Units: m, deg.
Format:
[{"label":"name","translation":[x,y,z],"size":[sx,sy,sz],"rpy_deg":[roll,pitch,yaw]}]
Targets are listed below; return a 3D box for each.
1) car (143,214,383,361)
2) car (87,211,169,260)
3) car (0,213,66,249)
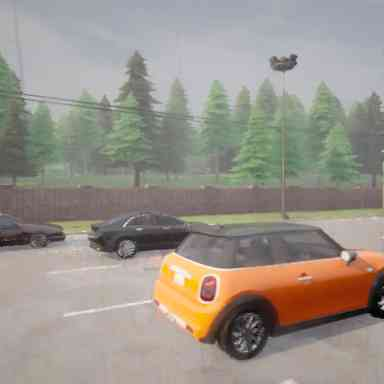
[{"label":"car","translation":[1.680,1.331,6.018],"size":[4.553,1.767,2.097],"rpy_deg":[0,0,-28]},{"label":"car","translation":[-1.334,1.470,12.342],"size":[4.892,1.490,1.837],"rpy_deg":[0,0,-28]},{"label":"car","translation":[-7.813,1.522,12.901],"size":[5.357,1.411,2.033],"rpy_deg":[0,0,-28]}]
